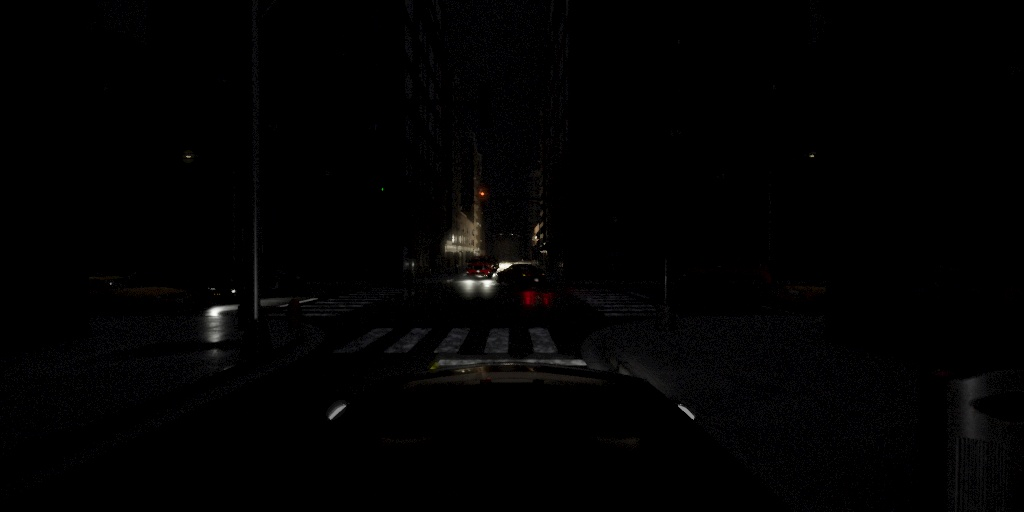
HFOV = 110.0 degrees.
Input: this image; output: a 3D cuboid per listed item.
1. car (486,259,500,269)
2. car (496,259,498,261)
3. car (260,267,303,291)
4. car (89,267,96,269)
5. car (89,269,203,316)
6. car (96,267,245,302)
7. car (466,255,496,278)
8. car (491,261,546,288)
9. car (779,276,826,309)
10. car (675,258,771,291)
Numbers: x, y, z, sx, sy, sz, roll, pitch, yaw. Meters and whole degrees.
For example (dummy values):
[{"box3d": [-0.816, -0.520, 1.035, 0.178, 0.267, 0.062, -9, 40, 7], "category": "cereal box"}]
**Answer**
[{"box3d": [-2.930, 1.228, 56.168, 1.837, 1.490, 4.892, 0, 0, 0], "category": "car"}, {"box3d": [-2.924, 0.955, 44.264, 2.150, 2.045, 5.566, 0, 0, 0], "category": "car"}, {"box3d": [-14.567, 1.306, 20.961, 4.313, 1.339, 1.948, 0, 0, 0], "category": "car"}, {"box3d": [-25.392, 1.314, 20.956, 4.313, 1.339, 1.948, 0, 0, 0], "category": "car"}, {"box3d": [-14.402, 1.304, 12.936, 4.829, 1.417, 1.751, 0, 0, 0], "category": "car"}, {"box3d": [-14.408, 1.271, 15.484, 4.892, 1.490, 1.837, 0, 0, 1], "category": "car"}, {"box3d": [-2.907, 0.963, 33.542, 2.150, 2.045, 5.566, 0, 0, 0], "category": "car"}, {"box3d": [0.545, 1.269, 23.984, 1.812, 1.442, 4.674, -1, 1, -25], "category": "car"}, {"box3d": [12.481, 1.280, 12.949, 4.829, 1.417, 1.751, 0, 0, 0], "category": "car"}, {"box3d": [12.316, 1.032, 20.974, 5.009, 1.841, 2.192, 0, 0, 0], "category": "car"}]
